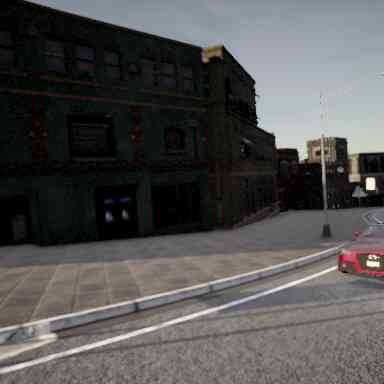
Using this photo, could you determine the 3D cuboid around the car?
[{"bbox_3d":[5.970,1.655,9.949,1.994,1.385,4.181,-2,-1,43],"label":"car"}]
